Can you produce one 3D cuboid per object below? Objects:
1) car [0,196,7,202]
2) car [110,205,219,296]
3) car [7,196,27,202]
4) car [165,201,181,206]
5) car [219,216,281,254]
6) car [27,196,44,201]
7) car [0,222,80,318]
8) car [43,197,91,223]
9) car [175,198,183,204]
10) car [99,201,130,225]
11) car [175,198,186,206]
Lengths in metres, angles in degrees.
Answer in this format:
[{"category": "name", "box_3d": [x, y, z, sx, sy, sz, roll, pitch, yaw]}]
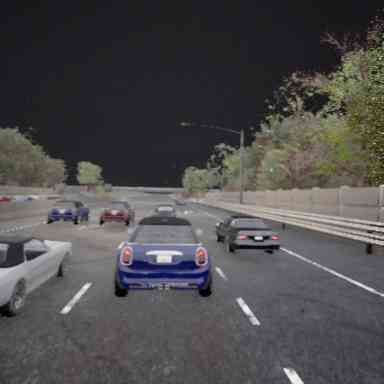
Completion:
[{"category": "car", "box_3d": [-28.622, 1.299, 49.496, 1.882, 1.535, 5.008, 1, -1, -4]}, {"category": "car", "box_3d": [-0.739, 1.425, 9.018, 2.097, 1.767, 4.553, 1, -1, -4]}, {"category": "car", "box_3d": [-25.145, 1.386, 49.889, 1.882, 1.535, 5.008, 1, -1, -4]}, {"category": "car", "box_3d": [-2.123, 1.745, 26.699, 1.812, 1.442, 4.674, 1, -1, -4]}, {"category": "car", "box_3d": [2.222, 1.748, 14.605, 2.033, 1.411, 5.357, 1, -1, -4]}, {"category": "car", "box_3d": [-21.502, 1.454, 48.073, 1.882, 1.535, 5.008, 1, -1, -4]}, {"category": "car", "box_3d": [-4.114, 1.576, 7.259, 1.895, 1.301, 4.718, 1, -1, -4]}, {"category": "car", "box_3d": [-8.981, 1.386, 24.700, 2.097, 1.767, 4.553, 1, -1, -4]}, {"category": "car", "box_3d": [-3.590, 2.373, 89.079, 1.882, 1.535, 5.008, 1, -1, -4]}, {"category": "car", "box_3d": [-5.491, 1.472, 24.943, 2.097, 1.767, 4.553, 1, -1, -4]}, {"category": "car", "box_3d": [-2.341, 2.274, 73.087, 1.994, 1.385, 4.181, 1, -1, -4]}]
